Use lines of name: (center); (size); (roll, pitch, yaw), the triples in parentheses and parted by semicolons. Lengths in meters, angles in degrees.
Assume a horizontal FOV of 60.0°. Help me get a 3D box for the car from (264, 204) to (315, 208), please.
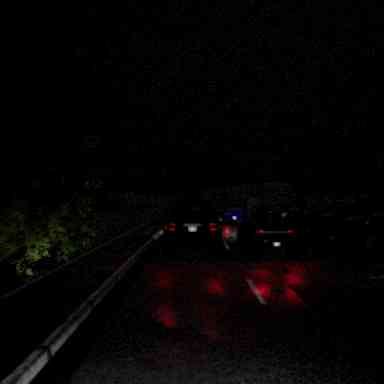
car: (8.533, 1.751, 26.360); (4.553, 1.767, 2.185); (1, -1, -17)

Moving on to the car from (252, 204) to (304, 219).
car: (9.070, 2.043, 35.192); (4.892, 1.521, 2.231); (1, -1, -15)

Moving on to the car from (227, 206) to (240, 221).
car: (3.618, 1.958, 29.336); (1.812, 1.442, 4.674); (0, -1, 4)

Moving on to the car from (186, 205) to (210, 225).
car: (0.615, 1.930, 29.399); (1.837, 1.490, 4.892); (0, -1, 4)

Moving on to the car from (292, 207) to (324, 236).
car: (8.163, 1.723, 17.499); (4.892, 1.521, 2.231); (1, -1, -18)

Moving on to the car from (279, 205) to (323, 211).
car: (8.245, 1.773, 20.453); (4.892, 1.521, 2.231); (1, -1, -18)

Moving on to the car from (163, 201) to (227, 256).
car: (0.053, 1.396, 14.040); (2.150, 2.045, 5.566); (0, -1, 1)

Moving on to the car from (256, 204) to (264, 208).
car: (8.659, 1.930, 29.299); (5.008, 1.535, 2.097); (1, -1, -16)

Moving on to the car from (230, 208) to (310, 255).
car: (3.061, 1.678, 14.273); (2.128, 1.511, 4.902); (0, -1, 1)

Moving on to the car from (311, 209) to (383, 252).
car: (8.107, 1.675, 14.541); (4.892, 1.521, 2.231); (1, -1, -19)

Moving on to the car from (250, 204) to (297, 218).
car: (9.354, 2.131, 38.144); (4.792, 1.488, 2.163); (1, -1, -15)
